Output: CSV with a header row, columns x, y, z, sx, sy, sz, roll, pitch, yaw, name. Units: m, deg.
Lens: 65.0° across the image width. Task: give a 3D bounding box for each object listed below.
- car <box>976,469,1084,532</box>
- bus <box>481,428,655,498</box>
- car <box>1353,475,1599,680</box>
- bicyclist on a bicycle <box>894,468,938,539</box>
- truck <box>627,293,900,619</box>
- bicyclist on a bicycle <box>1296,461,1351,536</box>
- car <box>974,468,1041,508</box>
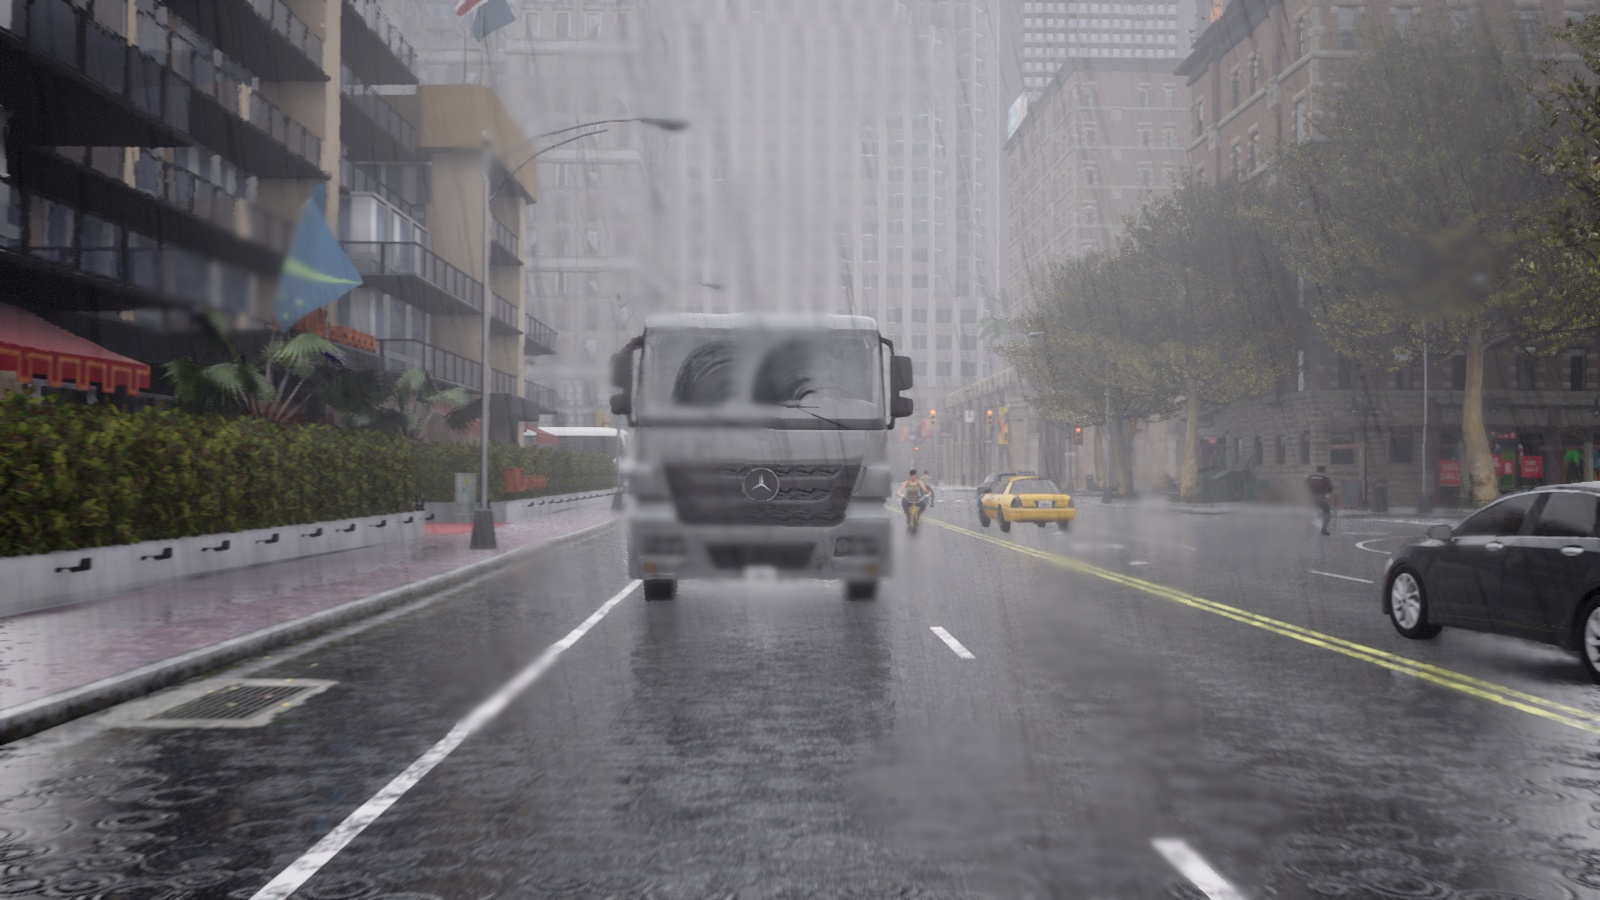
x,y,z,sx,sy,sz,roll,pitch,yaw,name
6.096,1.299,33.887,1.801,1.575,5.366,0,-1,-1,car
-14.465,0.816,79.086,10.273,4.253,3.944,0,-1,-1,bus
6.688,0.967,10.501,1.837,1.490,4.892,0,-2,-2,car
2.711,1.235,29.509,0.866,1.612,1.509,0,-1,-1,bicyclist on a bicycle
-0.491,0.125,17.323,2.891,3.462,7.936,0,-1,-1,truck
12.858,1.154,30.802,0.659,1.776,1.843,1,0,42,bicyclist on a bicycle
9.059,1.635,55.157,2.033,1.649,4.856,0,-1,-1,car
